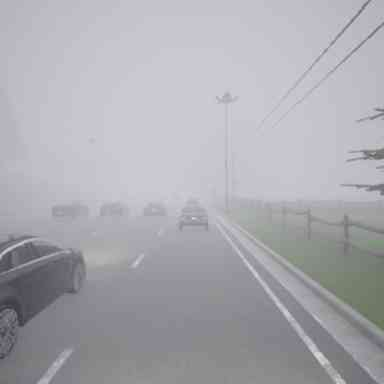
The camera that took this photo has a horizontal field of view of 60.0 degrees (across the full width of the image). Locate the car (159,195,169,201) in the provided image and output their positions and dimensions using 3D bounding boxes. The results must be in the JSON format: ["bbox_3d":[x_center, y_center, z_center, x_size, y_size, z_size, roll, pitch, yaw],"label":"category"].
[{"bbox_3d":[-7.025,1.387,83.293,1.994,1.385,4.181,0,0,0],"label":"car"}]

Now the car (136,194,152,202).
[{"bbox_3d":[-10.522,1.517,73.289,1.812,1.442,4.674,0,0,0],"label":"car"}]

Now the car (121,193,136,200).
[{"bbox_3d":[-14.022,1.218,72.931,2.150,2.045,5.566,0,0,0],"label":"car"}]

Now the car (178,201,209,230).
[{"bbox_3d":[0.092,1.548,21.262,2.033,1.411,5.357,0,0,0],"label":"car"}]

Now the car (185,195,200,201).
[{"bbox_3d":[0.084,1.505,46.647,1.837,1.490,4.892,0,0,0],"label":"car"}]

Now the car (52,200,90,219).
[{"bbox_3d":[-10.409,1.478,28.864,1.882,1.535,5.008,0,0,0],"label":"car"}]

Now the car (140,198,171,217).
[{"bbox_3d":[-3.410,1.565,31.573,1.994,1.385,4.181,0,0,0],"label":"car"}]

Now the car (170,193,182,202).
[{"bbox_3d":[-3.522,1.217,72.904,2.150,2.045,5.566,0,0,0],"label":"car"}]

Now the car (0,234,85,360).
[{"bbox_3d":[-3.404,1.492,5.880,2.128,1.511,4.902,0,0,0],"label":"car"}]

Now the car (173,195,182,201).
[{"bbox_3d":[-3.525,1.387,83.294,1.994,1.385,4.181,0,0,0],"label":"car"}]

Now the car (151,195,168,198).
[{"bbox_3d":[-7.022,1.532,72.873,2.033,1.411,5.357,0,0,0],"label":"car"}]

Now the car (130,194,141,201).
[{"bbox_3d":[-14.025,1.312,83.321,1.882,1.535,5.008,0,0,0],"label":"car"}]

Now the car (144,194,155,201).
[{"bbox_3d":[-10.525,1.359,83.292,2.128,1.511,4.902,0,0,0],"label":"car"}]

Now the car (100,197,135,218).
[{"bbox_3d":[-6.910,1.492,30.115,2.128,1.511,4.902,0,0,0],"label":"car"}]

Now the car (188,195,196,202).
[{"bbox_3d":[-0.023,1.525,77.875,1.812,1.442,4.674,0,0,0],"label":"car"}]
